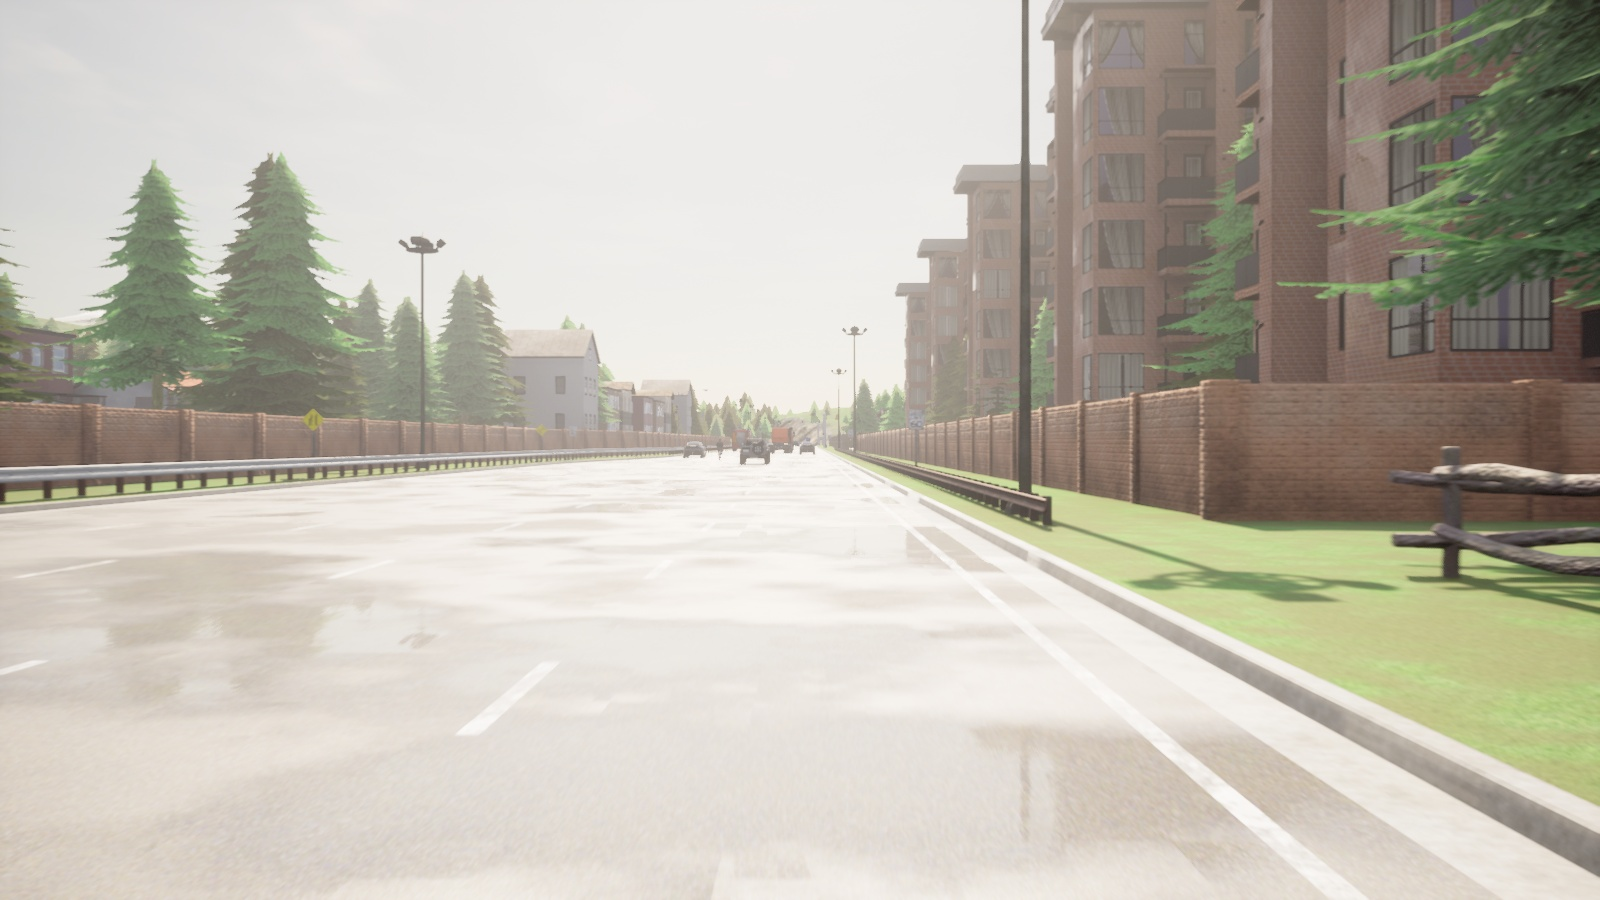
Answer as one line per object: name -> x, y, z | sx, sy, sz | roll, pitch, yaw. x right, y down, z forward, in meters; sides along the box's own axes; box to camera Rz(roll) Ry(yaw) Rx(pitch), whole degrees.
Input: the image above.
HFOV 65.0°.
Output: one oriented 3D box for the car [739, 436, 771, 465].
car -> -3.006, 0.016, 84.482 | 1.932, 1.855, 4.605 | 0, 0, 0
